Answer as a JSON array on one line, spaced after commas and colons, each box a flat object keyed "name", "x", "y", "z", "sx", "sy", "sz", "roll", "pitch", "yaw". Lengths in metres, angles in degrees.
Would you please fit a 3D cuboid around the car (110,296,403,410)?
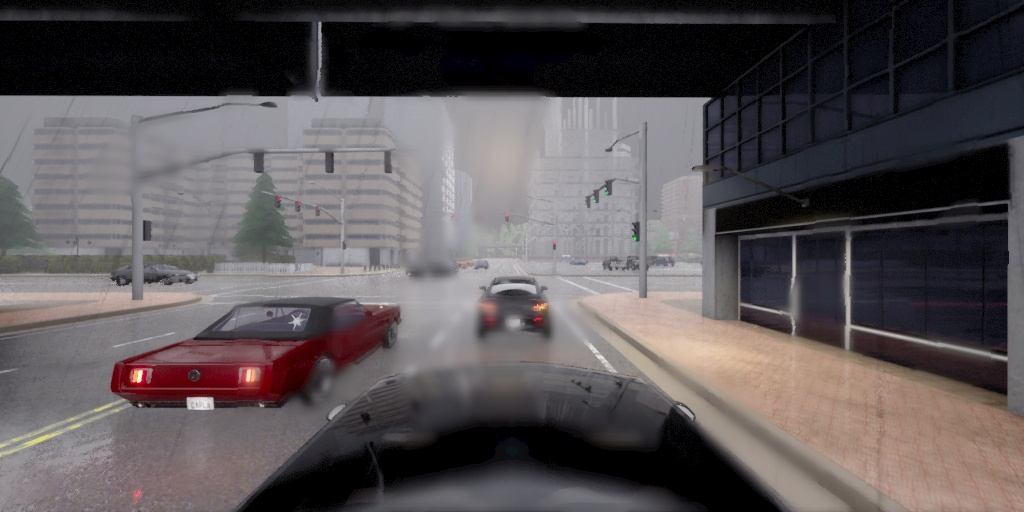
[{"name": "car", "x": -3.441, "y": 1.351, "z": 6.201, "sx": 1.895, "sy": 1.301, "sz": 4.718, "roll": 0, "pitch": 0, "yaw": 0}]

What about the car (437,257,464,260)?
[{"name": "car", "x": -8.115, "y": 1.240, "z": 47.368, "sx": 2.128, "sy": 1.511, "sz": 4.902, "roll": 0, "pitch": 0, "yaw": 0}]

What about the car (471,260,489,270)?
[{"name": "car", "x": -4.467, "y": 1.296, "z": 54.283, "sx": 2.033, "sy": 1.411, "sz": 5.357, "roll": 0, "pitch": 0, "yaw": 0}]

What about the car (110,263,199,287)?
[{"name": "car", "x": -24.082, "y": 1.241, "z": 24.266, "sx": 4.902, "sy": 1.511, "sz": 2.128, "roll": 0, "pitch": 0, "yaw": -1}]

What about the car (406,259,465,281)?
[{"name": "car", "x": -6.643, "y": 1.254, "z": 30.439, "sx": 1.837, "sy": 1.490, "sz": 4.892, "roll": 2, "pitch": 1, "yaw": 37}]

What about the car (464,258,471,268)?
[{"name": "car", "x": -8.183, "y": 1.100, "z": 56.280, "sx": 2.097, "sy": 1.767, "sz": 4.553, "roll": 0, "pitch": 0, "yaw": 0}]

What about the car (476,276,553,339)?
[{"name": "car", "x": 0.070, "y": 1.275, "z": 9.967, "sx": 1.812, "sy": 1.442, "sz": 4.674, "roll": 0, "pitch": 0, "yaw": 0}]

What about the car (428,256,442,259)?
[{"name": "car", "x": -11.666, "y": 0.970, "z": 53.929, "sx": 2.150, "sy": 2.045, "sz": 5.566, "roll": 0, "pitch": 0, "yaw": -1}]
